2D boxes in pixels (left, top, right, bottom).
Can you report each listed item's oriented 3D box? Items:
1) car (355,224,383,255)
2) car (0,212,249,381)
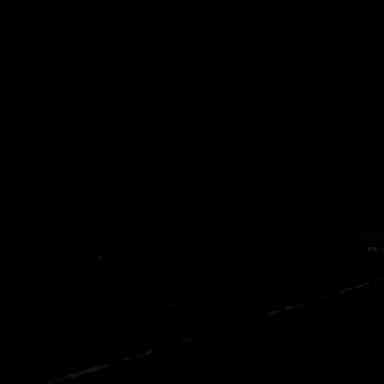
[{"bbox_3d":[7.792,1.519,12.046,4.829,1.417,1.752,0,1,-34],"label":"car"},{"bbox_3d":[-1.237,1.313,5.644,5.009,1.841,2.192,0,0,-35],"label":"car"}]
